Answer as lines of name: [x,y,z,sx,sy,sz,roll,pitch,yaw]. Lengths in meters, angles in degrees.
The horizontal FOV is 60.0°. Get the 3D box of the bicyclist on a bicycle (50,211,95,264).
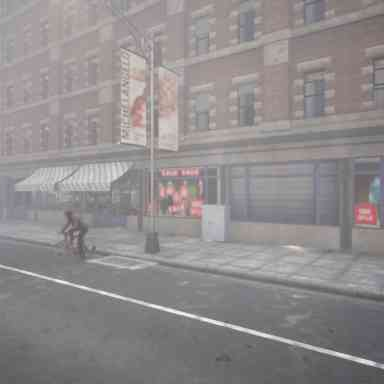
bicyclist on a bicycle: [-3.792,1.419,10.648,0.582,1.620,1.656,0,1,35]
